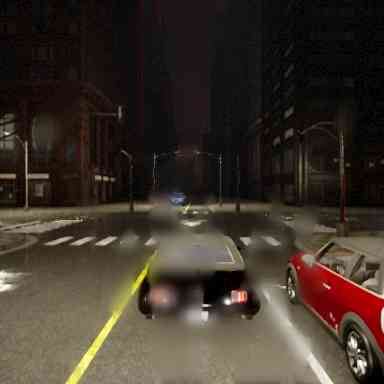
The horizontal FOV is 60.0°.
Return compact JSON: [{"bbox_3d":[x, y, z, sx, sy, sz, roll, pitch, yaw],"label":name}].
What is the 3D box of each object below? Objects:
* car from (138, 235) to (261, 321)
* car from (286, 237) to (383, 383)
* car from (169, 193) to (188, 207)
[{"bbox_3d":[0.145,1.590,7.240,1.895,1.301,4.718,0,0,1],"label":"car"},{"bbox_3d":[2.869,1.431,5.349,1.967,1.590,4.097,0,0,1],"label":"car"},{"bbox_3d":[-2.161,1.172,50.151,2.150,2.045,5.566,0,0,1],"label":"car"}]
